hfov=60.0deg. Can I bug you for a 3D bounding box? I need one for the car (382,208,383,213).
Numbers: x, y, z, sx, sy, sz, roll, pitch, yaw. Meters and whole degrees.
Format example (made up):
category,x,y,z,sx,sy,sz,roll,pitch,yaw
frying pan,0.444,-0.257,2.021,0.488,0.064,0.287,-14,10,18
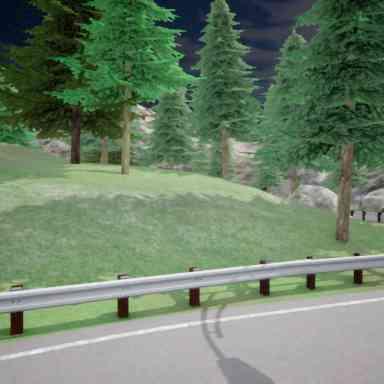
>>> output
category,x,y,z,sx,sy,sz,roll,pitch,yaw
car,16.687,1.560,24.622,2.033,1.411,5.357,0,0,-17
